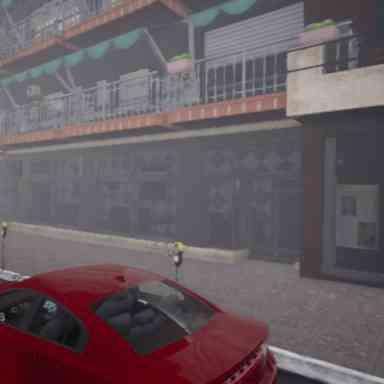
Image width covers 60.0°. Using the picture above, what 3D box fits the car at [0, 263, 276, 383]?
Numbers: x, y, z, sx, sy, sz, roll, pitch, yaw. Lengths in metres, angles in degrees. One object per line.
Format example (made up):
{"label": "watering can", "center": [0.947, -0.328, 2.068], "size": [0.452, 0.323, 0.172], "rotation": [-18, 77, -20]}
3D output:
{"label": "car", "center": [-1.331, 1.530, 3.811], "size": [4.507, 1.381, 1.887], "rotation": [0, 1, 35]}
